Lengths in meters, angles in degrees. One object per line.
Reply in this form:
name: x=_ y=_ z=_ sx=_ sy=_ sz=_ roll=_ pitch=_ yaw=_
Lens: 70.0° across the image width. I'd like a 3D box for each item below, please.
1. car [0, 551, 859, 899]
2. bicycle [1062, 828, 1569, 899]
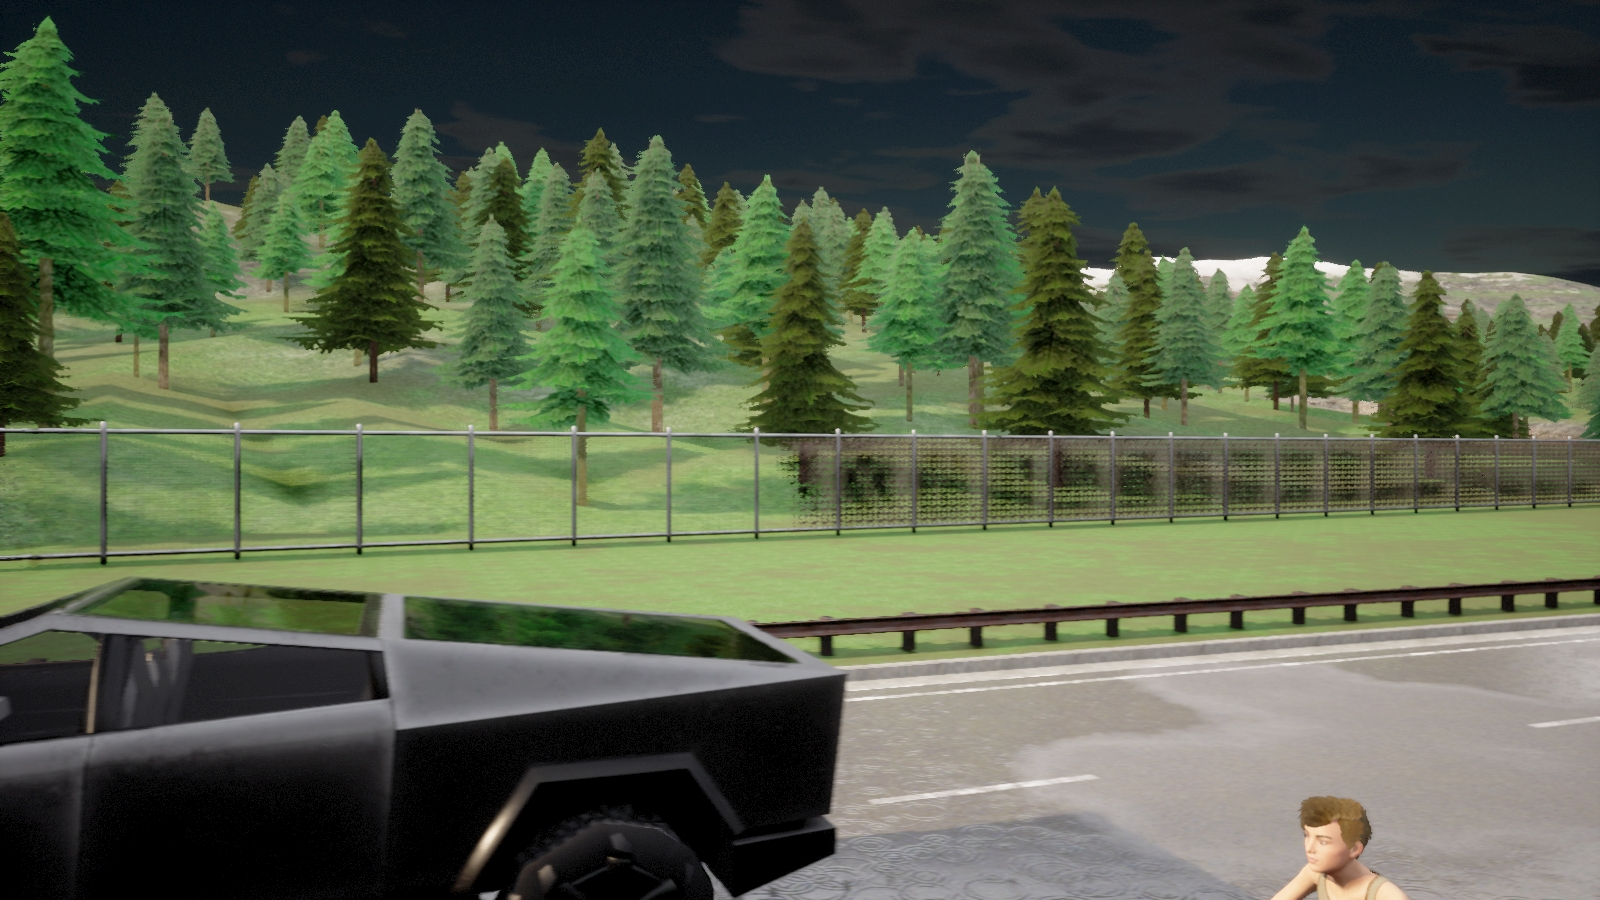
car: x=-3.058 y=1.753 z=5.819 sx=6.274 sy=2.098 sz=2.390 roll=0 pitch=0 yaw=-19
bicycle: x=1.781 y=2.158 z=3.932 sx=1.487 sy=1.277 sz=0.859 roll=0 pitch=0 yaw=-20
